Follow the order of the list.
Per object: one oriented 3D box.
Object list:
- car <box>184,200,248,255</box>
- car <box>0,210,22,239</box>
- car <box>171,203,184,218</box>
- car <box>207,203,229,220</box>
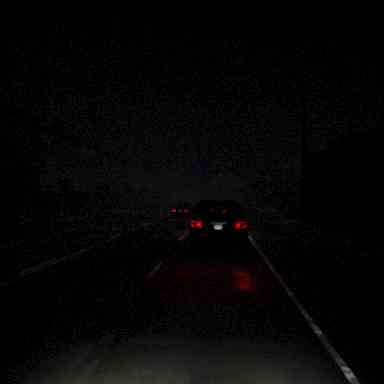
[{"bbox_3d":[1.121,1.342,14.187,2.150,2.045,5.566,1,-1,5],"label":"car"},{"bbox_3d":[-9.573,1.487,14.646,2.128,1.511,4.902,1,0,5],"label":"car"},{"bbox_3d":[-0.909,1.786,32.953,2.033,1.411,5.357,1,0,5],"label":"car"},{"bbox_3d":[2.614,1.829,33.073,2.033,1.411,5.357,1,0,5],"label":"car"}]
